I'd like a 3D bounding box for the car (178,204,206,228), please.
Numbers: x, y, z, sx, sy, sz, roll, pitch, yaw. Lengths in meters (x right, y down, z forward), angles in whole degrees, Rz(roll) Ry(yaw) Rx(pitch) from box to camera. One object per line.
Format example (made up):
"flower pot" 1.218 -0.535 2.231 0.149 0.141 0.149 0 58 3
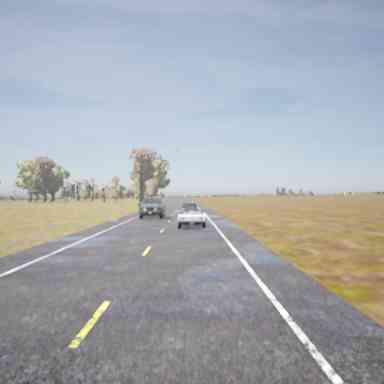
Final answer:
"car" -0.021 1.758 23.684 1.895 1.301 4.718 0 0 -1

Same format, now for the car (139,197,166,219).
"car" -3.704 1.497 31.876 2.150 2.045 5.566 0 0 -1

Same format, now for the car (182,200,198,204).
"car" -0.243 1.778 41.601 2.128 1.511 4.902 0 0 -1
